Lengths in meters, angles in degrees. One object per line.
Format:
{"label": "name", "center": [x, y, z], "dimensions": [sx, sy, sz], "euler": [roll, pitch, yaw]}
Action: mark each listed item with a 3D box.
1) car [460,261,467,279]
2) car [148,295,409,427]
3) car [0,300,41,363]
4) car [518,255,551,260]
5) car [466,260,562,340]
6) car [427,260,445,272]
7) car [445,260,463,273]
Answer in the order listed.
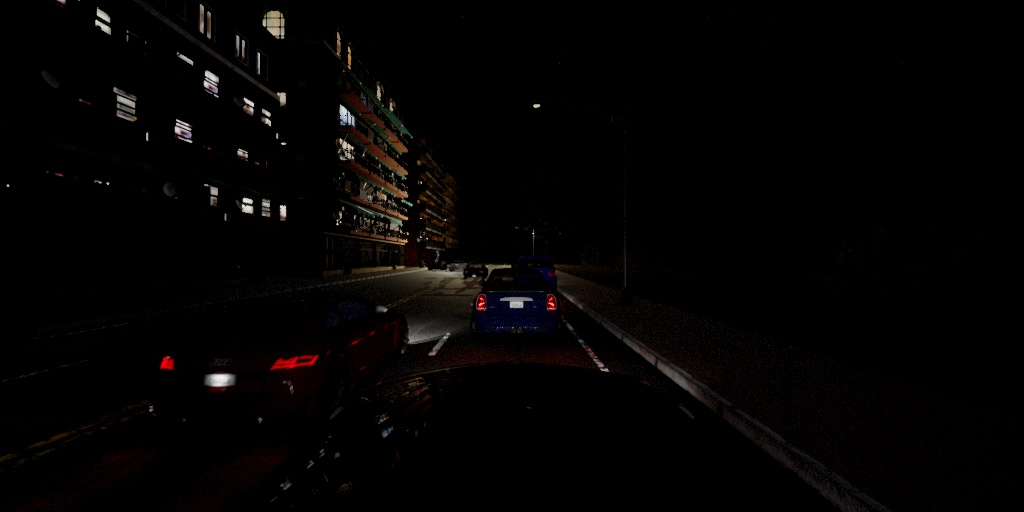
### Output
{"label": "car", "center": [-3.136, 1.353, 32.006], "dimensions": [1.895, 1.301, 4.718], "euler": [0, 0, 0]}
{"label": "car", "center": [-3.151, 1.314, 5.875], "dimensions": [1.994, 1.385, 4.181], "euler": [0, 0, 0]}
{"label": "car", "center": [-9.850, 1.242, 4.642], "dimensions": [2.128, 1.511, 4.902], "euler": [0, 0, 0]}
{"label": "car", "center": [1.144, 0.977, 19.674], "dimensions": [2.150, 2.045, 5.566], "euler": [0, 0, 0]}
{"label": "car", "center": [0.101, 1.103, 10.100], "dimensions": [2.097, 1.767, 4.553], "euler": [0, 0, 0]}
{"label": "car", "center": [-9.828, 1.298, 47.883], "dimensions": [2.033, 1.411, 5.357], "euler": [0, 0, 0]}
{"label": "car", "center": [-6.580, 1.277, 44.238], "dimensions": [1.812, 1.442, 4.674], "euler": [0, 0, 0]}
